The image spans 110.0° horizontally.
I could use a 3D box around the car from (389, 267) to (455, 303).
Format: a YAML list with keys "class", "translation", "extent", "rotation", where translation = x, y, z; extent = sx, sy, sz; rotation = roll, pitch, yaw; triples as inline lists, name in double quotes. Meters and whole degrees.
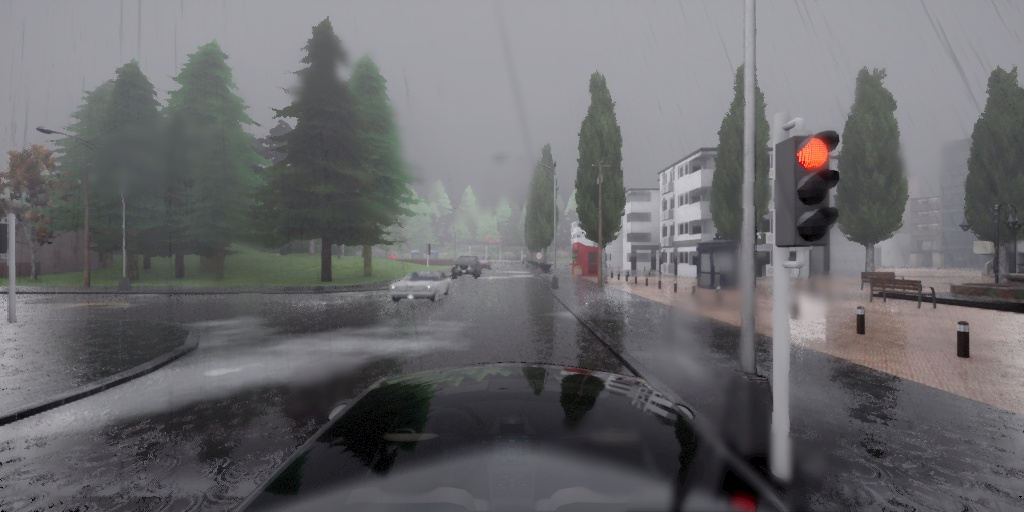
- class: "car"
  translation: [-4.093, 1.351, 16.708]
  extent: [1.895, 1.301, 4.718]
  rotation: [0, 0, 0]

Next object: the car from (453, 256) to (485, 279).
- class: "car"
  translation: [-4.084, 0.973, 33.159]
  extent: [2.150, 2.045, 5.566]
  rotation: [0, 0, 0]

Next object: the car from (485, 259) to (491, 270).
- class: "car"
  translation: [-4.045, 1.228, 51.707]
  extent: [1.882, 1.535, 5.008]
  rotation: [0, 0, 0]
